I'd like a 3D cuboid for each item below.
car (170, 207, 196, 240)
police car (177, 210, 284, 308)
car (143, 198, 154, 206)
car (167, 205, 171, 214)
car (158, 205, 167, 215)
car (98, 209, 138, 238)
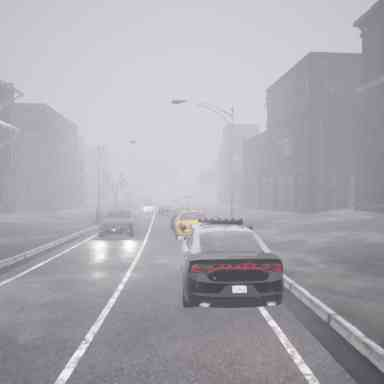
[{"bbox_3d":[-0.073,1.671,18.373,1.801,1.575,5.366,0,-1,-5],"label":"car"},{"bbox_3d":[0.676,1.465,8.198,1.930,1.638,5.238,0,-1,-3],"label":"police car"},{"bbox_3d":[-8.964,2.028,68.201,2.128,1.511,4.902,0,2,-6],"label":"car"},{"bbox_3d":[-0.642,1.859,24.191,1.882,1.535,5.008,0,-2,-6],"label":"car"},{"bbox_3d":[-3.802,2.454,47.031,1.895,1.301,4.718,0,0,-5],"label":"car"},{"bbox_3d":[-4.211,1.766,19.417,1.837,1.490,4.892,0,-2,-5],"label":"car"}]
